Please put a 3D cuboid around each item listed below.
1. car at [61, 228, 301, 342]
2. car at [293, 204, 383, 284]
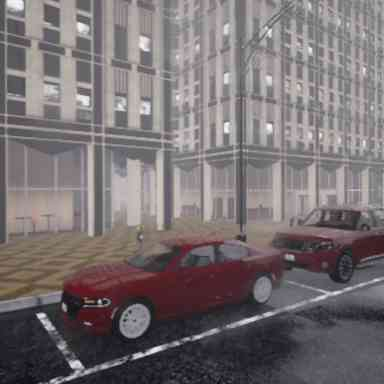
[{"bbox_3d":[-0.144,1.542,6.462,4.507,1.381,1.887,0,0,-36],"label":"car"},{"bbox_3d":[4.494,1.308,9.774,5.009,1.841,2.192,0,0,-36],"label":"car"}]
